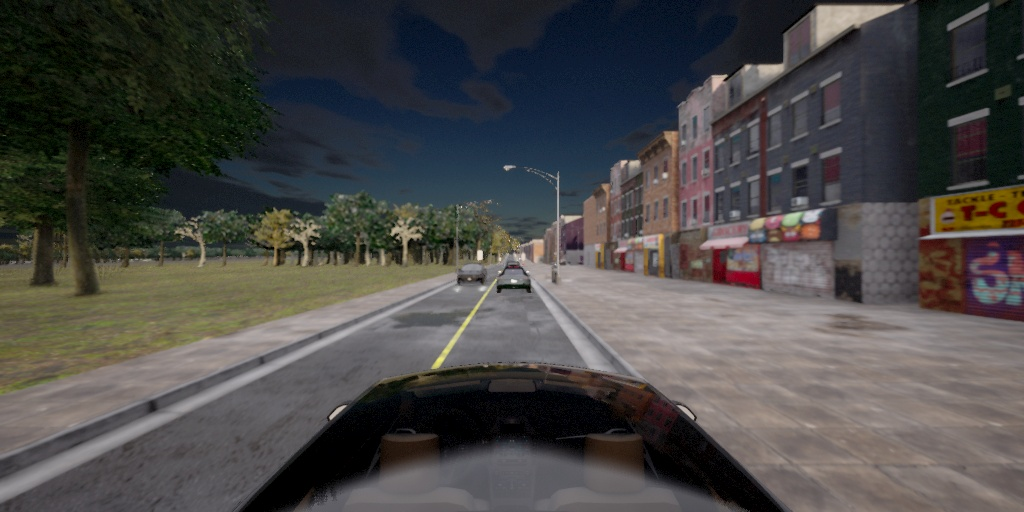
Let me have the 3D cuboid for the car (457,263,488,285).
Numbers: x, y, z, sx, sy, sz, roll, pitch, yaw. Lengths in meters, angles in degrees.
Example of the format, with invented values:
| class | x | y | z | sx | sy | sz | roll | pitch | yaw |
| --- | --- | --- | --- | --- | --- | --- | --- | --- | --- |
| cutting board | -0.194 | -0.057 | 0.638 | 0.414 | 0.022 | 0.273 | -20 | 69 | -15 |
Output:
| class | x | y | z | sx | sy | sz | roll | pitch | yaw |
| --- | --- | --- | --- | --- | --- | --- | --- | --- | --- |
| car | -2.836 | 1.263 | 26.378 | 1.882 | 1.535 | 5.008 | 0 | 0 | 0 |

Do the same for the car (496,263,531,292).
| class | x | y | z | sx | sy | sz | roll | pitch | yaw |
| --- | --- | --- | --- | --- | --- | --- | --- | --- | --- |
| car | 0.109 | 1.334 | 21.314 | 1.994 | 1.385 | 4.181 | 0 | 0 | 0 |

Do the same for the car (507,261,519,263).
| class | x | y | z | sx | sy | sz | roll | pitch | yaw |
| --- | --- | --- | --- | --- | --- | --- | --- | --- | --- |
| car | 0.119 | 1.339 | 40.886 | 1.837 | 1.490 | 4.892 | 0 | 0 | 0 |
